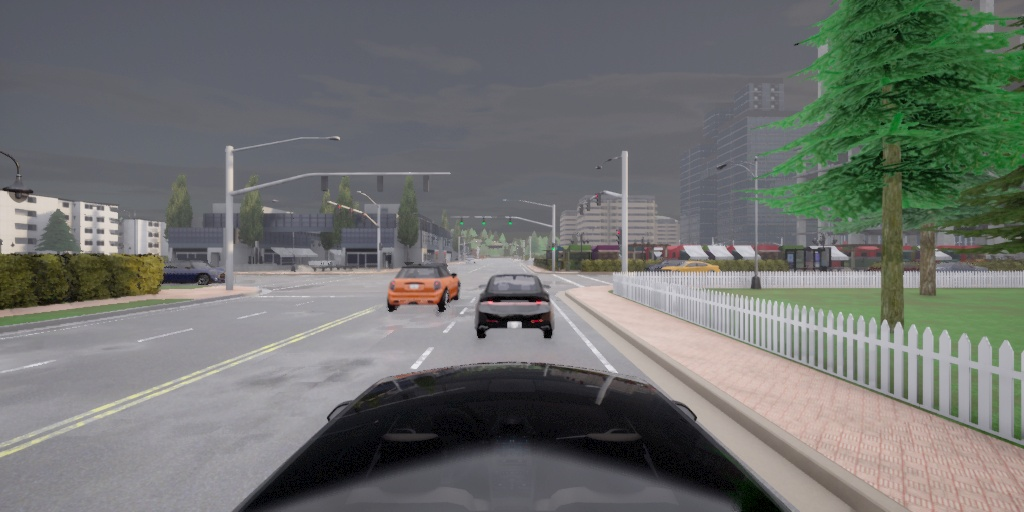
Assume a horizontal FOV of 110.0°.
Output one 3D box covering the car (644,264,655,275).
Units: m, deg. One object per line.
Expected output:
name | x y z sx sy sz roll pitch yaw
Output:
car | 15.701 1.102 36.088 4.553 1.767 2.097 0 0 -1

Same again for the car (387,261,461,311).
car | -3.413 1.101 14.681 2.097 1.767 4.553 0 0 0

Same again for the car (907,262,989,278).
car | 40.585 1.297 33.179 5.357 1.411 2.033 0 0 -1

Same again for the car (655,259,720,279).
car | 16.136 1.228 32.600 5.008 1.535 1.882 0 0 -1

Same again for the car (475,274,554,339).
car | 0.068 1.243 10.063 2.128 1.511 4.902 0 0 0

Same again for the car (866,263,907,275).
car | 39.314 1.351 36.656 4.718 1.301 1.895 0 0 -1

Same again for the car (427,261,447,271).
car | -10.502 1.367 50.390 1.895 1.301 4.718 0 0 0

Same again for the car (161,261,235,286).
car | -21.752 1.103 24.586 4.553 1.767 2.097 0 0 -1
